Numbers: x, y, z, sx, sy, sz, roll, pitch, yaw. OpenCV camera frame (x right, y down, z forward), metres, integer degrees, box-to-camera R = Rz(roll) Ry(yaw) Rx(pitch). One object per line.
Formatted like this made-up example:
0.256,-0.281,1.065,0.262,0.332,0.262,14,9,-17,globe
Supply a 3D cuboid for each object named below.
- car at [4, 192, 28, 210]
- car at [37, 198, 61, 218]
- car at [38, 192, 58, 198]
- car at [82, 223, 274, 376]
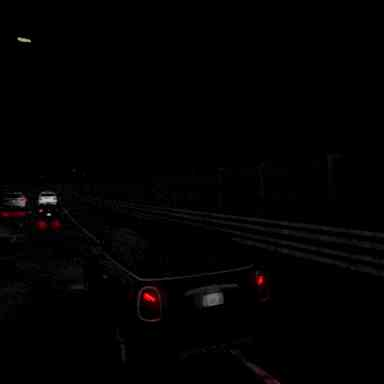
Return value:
-21.035,1.054,39.854,2.150,2.045,5.566,-1,1,-23,car
-12.743,1.555,29.660,1.895,1.301,4.718,-1,1,-23,car
-18.708,0.965,43.220,2.150,2.045,5.566,-1,1,-22,car
-0.649,1.329,5.965,2.097,1.767,4.553,-1,0,-25,car
